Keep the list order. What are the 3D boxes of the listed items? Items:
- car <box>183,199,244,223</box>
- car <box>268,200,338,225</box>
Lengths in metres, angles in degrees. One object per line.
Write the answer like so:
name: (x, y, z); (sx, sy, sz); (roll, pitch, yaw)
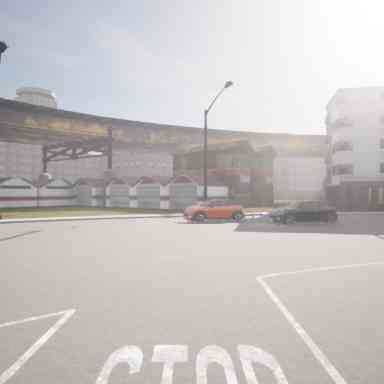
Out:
car: (1.614, 1.350, 25.465); (4.553, 1.767, 2.097); (0, 0, -16)
car: (7.726, 1.350, 23.388); (4.553, 1.767, 2.097); (0, 0, -8)
